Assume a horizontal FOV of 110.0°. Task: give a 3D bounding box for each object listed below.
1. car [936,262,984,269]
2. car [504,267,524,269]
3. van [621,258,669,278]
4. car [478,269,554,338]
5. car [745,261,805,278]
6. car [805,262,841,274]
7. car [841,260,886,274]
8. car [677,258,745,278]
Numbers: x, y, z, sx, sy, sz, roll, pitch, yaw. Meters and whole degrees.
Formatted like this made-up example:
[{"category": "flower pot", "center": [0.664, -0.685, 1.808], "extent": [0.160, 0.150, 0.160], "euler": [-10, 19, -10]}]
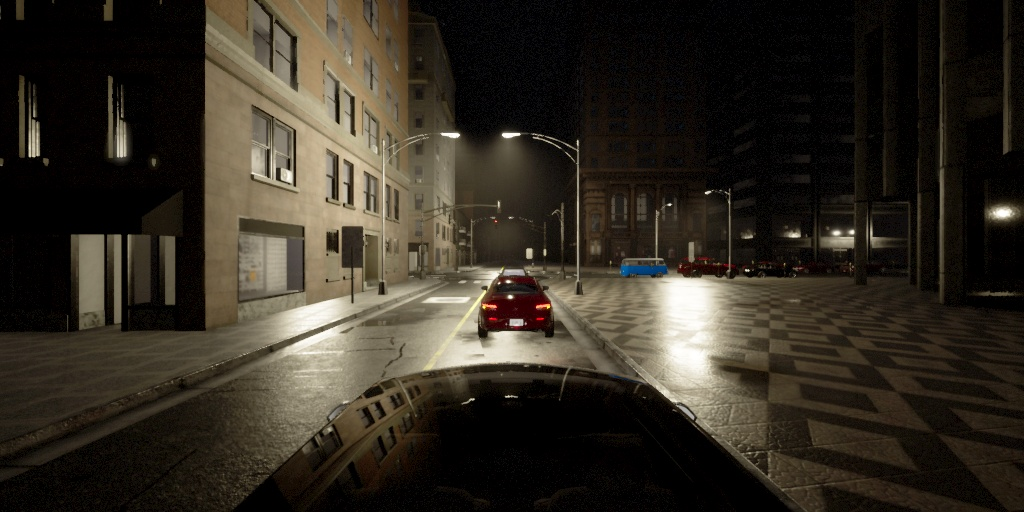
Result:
[{"category": "car", "center": [39.935, 1.190, 32.296], "extent": [4.097, 1.591, 1.967], "euler": [0, 0, -1]}, {"category": "car", "center": [0.107, 1.302, 19.932], "extent": [1.994, 1.385, 4.181], "euler": [0, 0, 0]}, {"category": "van", "center": [11.737, 1.104, 31.876], "extent": [3.998, 1.789, 1.690], "euler": [0, 0, -1]}, {"category": "car", "center": [0.094, 1.271, 10.060], "extent": [1.812, 1.442, 4.674], "euler": [0, 0, 0]}, {"category": "car", "center": [23.018, 1.325, 32.044], "extent": [4.313, 1.339, 1.948], "euler": [0, 0, -1]}, {"category": "car", "center": [34.193, 1.330, 40.737], "extent": [4.207, 1.307, 1.802], "euler": [0, 0, -1]}, {"category": "car", "center": [39.832, 1.184, 40.822], "extent": [4.097, 1.591, 1.967], "euler": [0, 0, -1]}, {"category": "car", "center": [17.378, 1.077, 31.960], "extent": [5.009, 1.841, 2.192], "euler": [0, 0, -1]}]
